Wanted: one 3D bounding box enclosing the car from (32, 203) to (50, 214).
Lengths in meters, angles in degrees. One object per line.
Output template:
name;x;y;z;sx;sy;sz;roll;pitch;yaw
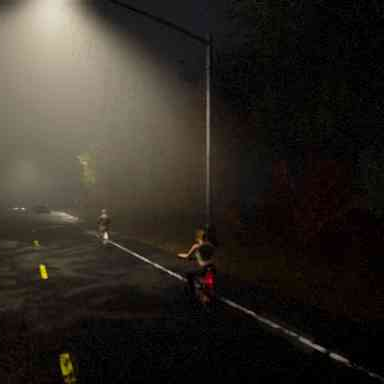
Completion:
car;-22.954;2.615;51.000;1.994;1.385;4.181;1;-1;-27

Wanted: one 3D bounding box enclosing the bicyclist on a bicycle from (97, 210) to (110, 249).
bicyclist on a bicycle;-4.115;1.705;15.382;0.659;1.776;1.843;1;-1;-27

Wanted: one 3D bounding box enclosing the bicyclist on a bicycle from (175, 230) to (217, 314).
bicyclist on a bicycle;0.125;1.602;7.005;0.866;1.612;1.509;1;-1;-27

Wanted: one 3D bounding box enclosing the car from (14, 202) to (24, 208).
car;-41.620;3.123;80.180;1.837;1.490;4.892;1;-1;-27
